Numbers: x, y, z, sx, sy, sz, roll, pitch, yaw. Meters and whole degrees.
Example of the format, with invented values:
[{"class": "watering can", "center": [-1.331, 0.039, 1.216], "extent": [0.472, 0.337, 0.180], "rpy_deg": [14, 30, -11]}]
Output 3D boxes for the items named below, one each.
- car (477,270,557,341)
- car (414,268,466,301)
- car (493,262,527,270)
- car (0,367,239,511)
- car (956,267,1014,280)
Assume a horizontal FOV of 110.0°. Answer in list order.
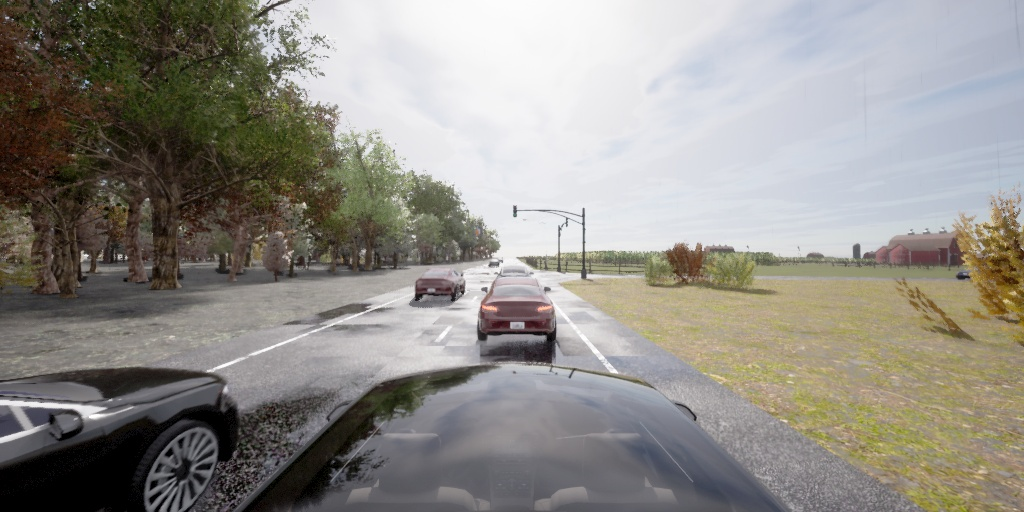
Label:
[{"class": "car", "center": [0.112, 1.278, 9.759], "extent": [1.812, 1.442, 4.674], "rpy_deg": [0, 0, 0]}, {"class": "car", "center": [-3.392, 1.280, 17.389], "extent": [1.812, 1.442, 4.674], "rpy_deg": [0, 0, 0]}, {"class": "car", "center": [0.105, 1.260, 19.021], "extent": [1.837, 1.490, 4.892], "rpy_deg": [0, 0, 0]}, {"class": "car", "center": [-3.401, 1.239, 1.260], "extent": [2.128, 1.511, 4.902], "rpy_deg": [0, 0, 0]}, {"class": "car", "center": [48.945, 1.847, 37.114], "extent": [4.181, 1.385, 1.994], "rpy_deg": [1, -1, 0]}]
